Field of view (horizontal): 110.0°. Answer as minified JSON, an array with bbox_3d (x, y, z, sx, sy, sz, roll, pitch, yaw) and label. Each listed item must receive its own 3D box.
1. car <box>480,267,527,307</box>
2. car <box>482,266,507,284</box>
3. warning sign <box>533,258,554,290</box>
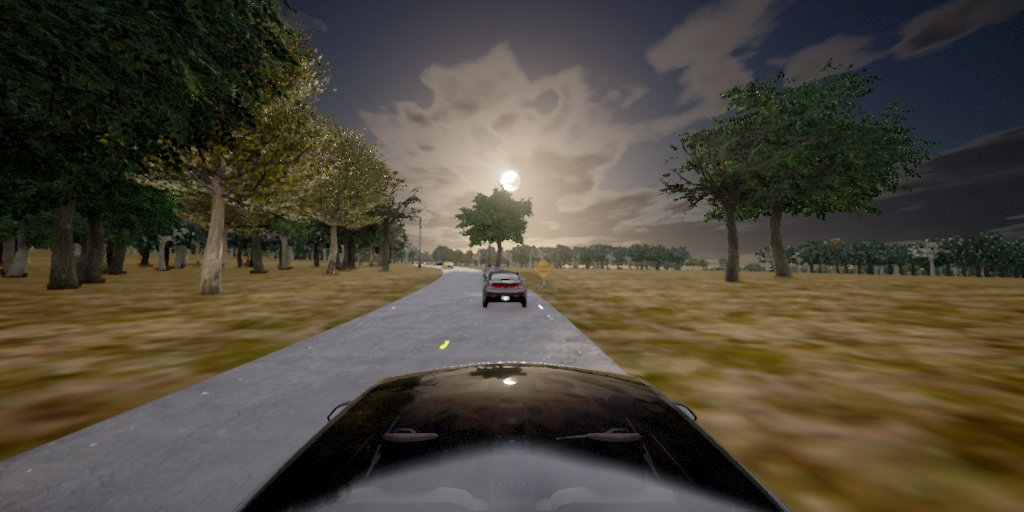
[{"bbox_3d":[-0.379,1.384,16.290,1.837,1.490,4.892,0,0,-3],"label":"car"},{"bbox_3d":[-1.626,1.588,31.162,1.895,1.301,4.718,0,0,-6],"label":"car"},{"bbox_3d":[1.943,1.040,21.447,1.300,1.860,1.060,0,0,-4],"label":"warning sign"}]
